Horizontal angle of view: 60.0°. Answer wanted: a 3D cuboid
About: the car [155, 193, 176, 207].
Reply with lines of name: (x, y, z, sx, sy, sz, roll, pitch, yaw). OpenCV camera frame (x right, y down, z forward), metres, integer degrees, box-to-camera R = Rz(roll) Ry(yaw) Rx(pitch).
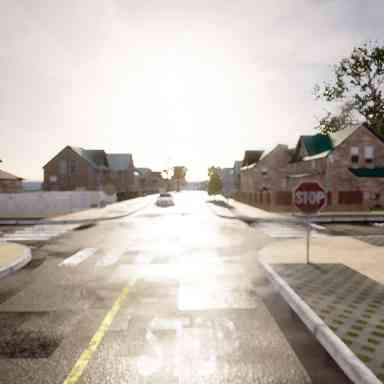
car: (-2.836, 0.831, 35.931, 1.812, 1.442, 4.674, 0, 2, 0)
